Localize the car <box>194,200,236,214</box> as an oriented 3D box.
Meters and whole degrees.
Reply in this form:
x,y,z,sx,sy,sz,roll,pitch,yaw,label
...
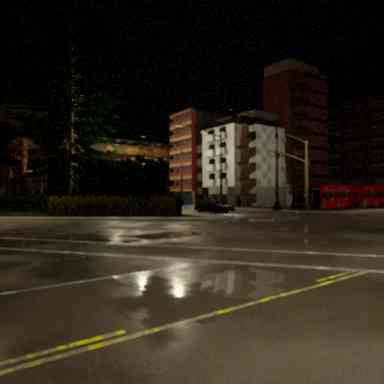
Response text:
x,y,z,sx,sy,sz,roll,pitch,yaw,label
2.390,1.612,36.498,2.033,1.411,5.357,0,0,-35,car
